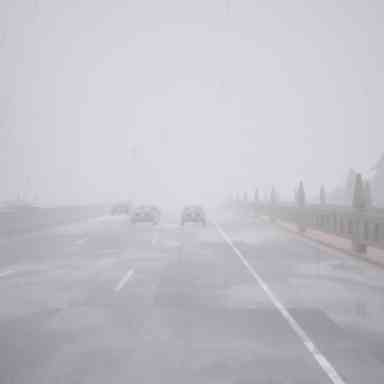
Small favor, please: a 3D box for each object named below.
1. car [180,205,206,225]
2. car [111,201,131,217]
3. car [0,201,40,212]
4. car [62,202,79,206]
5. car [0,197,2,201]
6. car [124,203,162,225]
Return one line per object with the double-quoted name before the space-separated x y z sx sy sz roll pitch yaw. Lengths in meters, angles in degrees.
"car" 0.100 1.663 25.093 2.033 1.411 5.357 0 0 0
"car" -6.900 1.648 33.791 2.128 1.511 4.902 0 0 0
"car" -14.099 1.672 26.750 2.033 1.411 5.357 0 0 0
"car" -21.025 2.499 57.977 1.837 1.490 4.892 0 -5 1
"car" -17.598 1.345 27.079 2.150 2.045 5.566 0 0 0
"car" -3.400 1.664 25.142 2.033 1.411 5.357 0 0 0
